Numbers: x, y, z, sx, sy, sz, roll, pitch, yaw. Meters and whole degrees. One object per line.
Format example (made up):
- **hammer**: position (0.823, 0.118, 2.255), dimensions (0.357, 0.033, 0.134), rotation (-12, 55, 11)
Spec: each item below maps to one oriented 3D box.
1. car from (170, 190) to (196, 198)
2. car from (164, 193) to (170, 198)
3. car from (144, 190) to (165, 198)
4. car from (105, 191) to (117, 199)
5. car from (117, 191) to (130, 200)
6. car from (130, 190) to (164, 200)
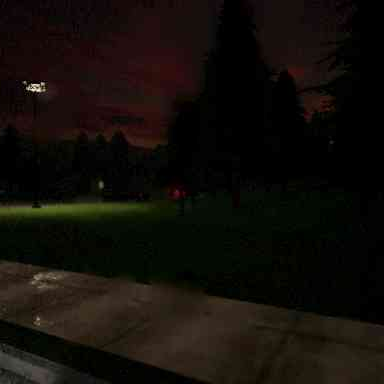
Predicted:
- **car**: position (-1.328, 0.116, 63.936), dimensions (2.150, 2.045, 5.566), rotation (1, 1, 29)
- **car**: position (-4.406, 0.385, 65.608), dimensions (1.812, 1.442, 4.674), rotation (1, 1, 29)
- **car**: position (-7.469, 0.348, 67.301), dimensions (1.812, 1.442, 4.674), rotation (1, 1, 29)
- **car**: position (-12.974, 0.547, 57.261), dimensions (1.994, 1.385, 4.181), rotation (1, 1, 29)
- **car**: position (-9.911, 0.583, 55.567), dimensions (1.994, 1.385, 4.181), rotation (1, 1, 29)
- **car**: position (-7.119, 0.551, 53.395), dimensions (2.128, 1.511, 4.902), rotation (1, 1, 29)
